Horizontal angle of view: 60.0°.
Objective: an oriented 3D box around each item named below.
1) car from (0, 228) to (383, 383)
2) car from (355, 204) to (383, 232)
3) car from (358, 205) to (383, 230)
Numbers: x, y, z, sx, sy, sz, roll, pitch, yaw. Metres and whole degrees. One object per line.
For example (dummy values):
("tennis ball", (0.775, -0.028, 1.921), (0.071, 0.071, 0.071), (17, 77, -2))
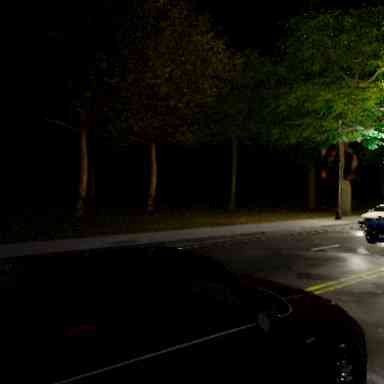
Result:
("car", (-0.294, 1.350, 3.229), (4.553, 1.767, 2.097), (0, 0, -35))
("car", (12.007, 1.498, 20.217), (4.674, 1.442, 1.812), (0, 0, -36))
("car", (9.461, 1.457, 14.426), (5.008, 1.535, 1.882), (0, 0, -35))
